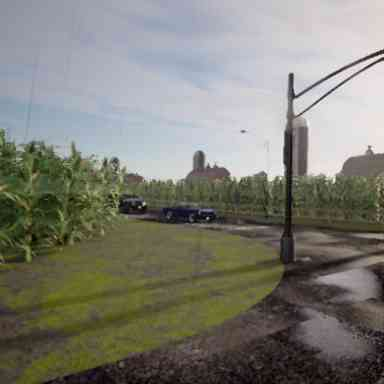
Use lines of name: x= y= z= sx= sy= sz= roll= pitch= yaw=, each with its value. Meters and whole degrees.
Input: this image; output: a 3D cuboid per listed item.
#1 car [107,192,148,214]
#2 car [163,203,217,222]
car: x=-6.630 y=1.072 z=33.591 sx=2.150 sy=2.045 sz=5.566 roll=2 pitch=-1 yaw=-38
car: x=-0.213 y=1.545 z=25.358 sx=1.895 sy=1.301 sz=4.718 roll=2 pitch=-1 yaw=-38
